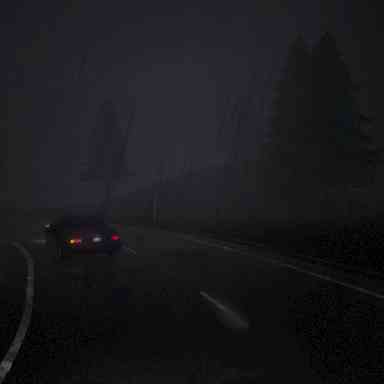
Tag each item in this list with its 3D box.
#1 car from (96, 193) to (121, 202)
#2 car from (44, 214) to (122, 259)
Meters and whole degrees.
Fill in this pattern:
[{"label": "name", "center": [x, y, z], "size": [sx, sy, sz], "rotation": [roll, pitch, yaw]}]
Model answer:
[{"label": "car", "center": [-19.586, 1.217, 76.511], "size": [2.150, 2.045, 5.566], "rotation": [0, 0, 30]}, {"label": "car", "center": [-4.345, 1.560, 12.726], "size": [2.033, 1.411, 5.357], "rotation": [0, 0, -32]}]
